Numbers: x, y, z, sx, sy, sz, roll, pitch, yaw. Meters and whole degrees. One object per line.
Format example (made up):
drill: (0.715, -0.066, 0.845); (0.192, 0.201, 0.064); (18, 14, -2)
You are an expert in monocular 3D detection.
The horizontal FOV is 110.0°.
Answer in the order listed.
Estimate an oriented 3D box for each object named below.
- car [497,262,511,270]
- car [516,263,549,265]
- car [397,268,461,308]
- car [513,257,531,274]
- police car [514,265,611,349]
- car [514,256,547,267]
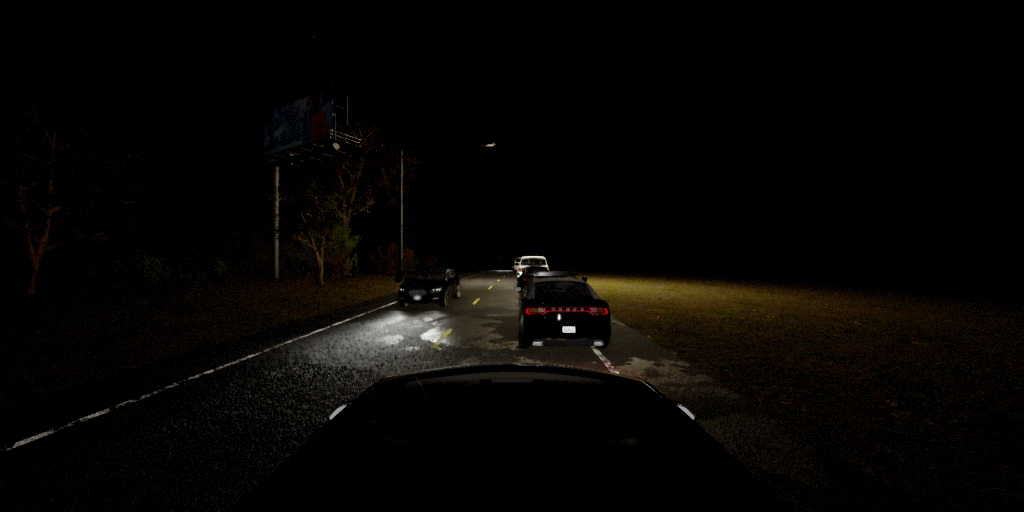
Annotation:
car: (-1.284, 1.657, 59.076); (1.994, 1.385, 4.181); (0, -1, 4)
car: (1.276, 1.296, 19.172); (1.837, 1.490, 4.892); (0, 0, 1)
car: (-3.432, 1.269, 15.584); (2.128, 1.511, 4.902); (0, 0, 1)
car: (1.392, 1.203, 46.526); (2.150, 2.045, 5.566); (0, 0, 4)
police car: (1.099, 1.185, 9.316); (1.930, 1.638, 5.238); (0, 0, 1)
car: (1.445, 1.044, 25.181); (2.150, 2.045, 5.566); (0, 0, 2)
